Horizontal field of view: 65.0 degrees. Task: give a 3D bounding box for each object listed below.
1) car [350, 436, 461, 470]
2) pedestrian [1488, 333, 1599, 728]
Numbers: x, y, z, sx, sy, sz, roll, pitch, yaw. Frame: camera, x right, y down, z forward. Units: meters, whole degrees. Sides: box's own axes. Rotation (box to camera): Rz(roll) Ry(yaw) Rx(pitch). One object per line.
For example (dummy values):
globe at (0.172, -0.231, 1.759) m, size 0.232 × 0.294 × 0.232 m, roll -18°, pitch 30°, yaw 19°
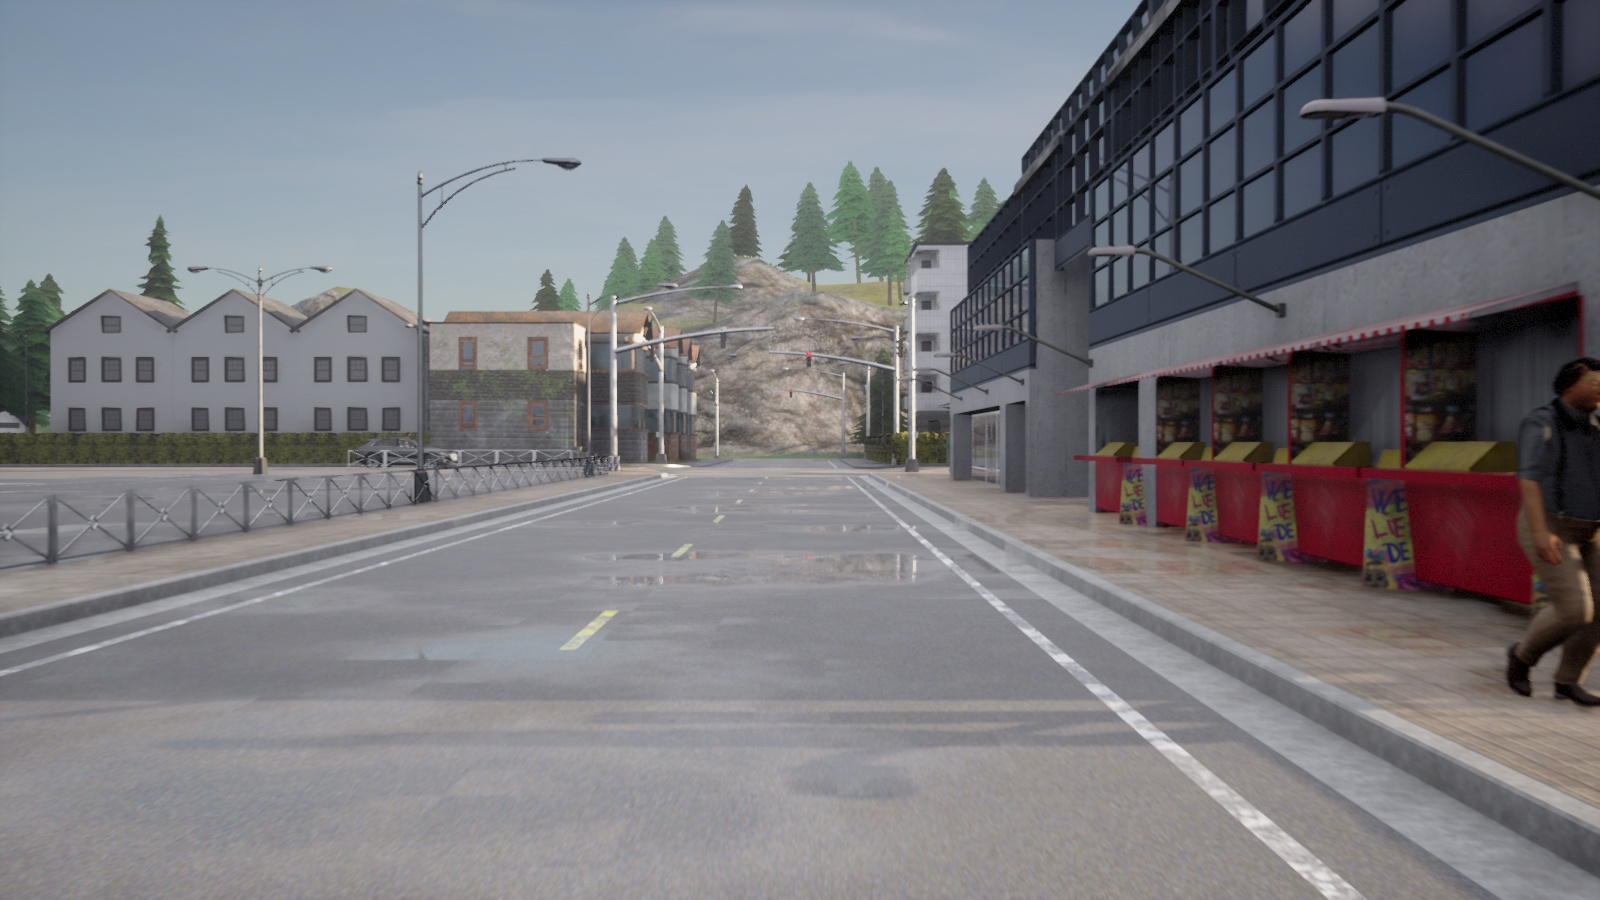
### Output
car at (-19.649, 0.130, 62.686) m, size 4.856 × 1.649 × 2.033 m, roll 0°, pitch 0°, yaw 0°
pedestrian at (3.930, 0.375, 6.273) m, size 0.540 × 1.848 × 0.694 m, roll 0°, pitch 0°, yaw -12°
